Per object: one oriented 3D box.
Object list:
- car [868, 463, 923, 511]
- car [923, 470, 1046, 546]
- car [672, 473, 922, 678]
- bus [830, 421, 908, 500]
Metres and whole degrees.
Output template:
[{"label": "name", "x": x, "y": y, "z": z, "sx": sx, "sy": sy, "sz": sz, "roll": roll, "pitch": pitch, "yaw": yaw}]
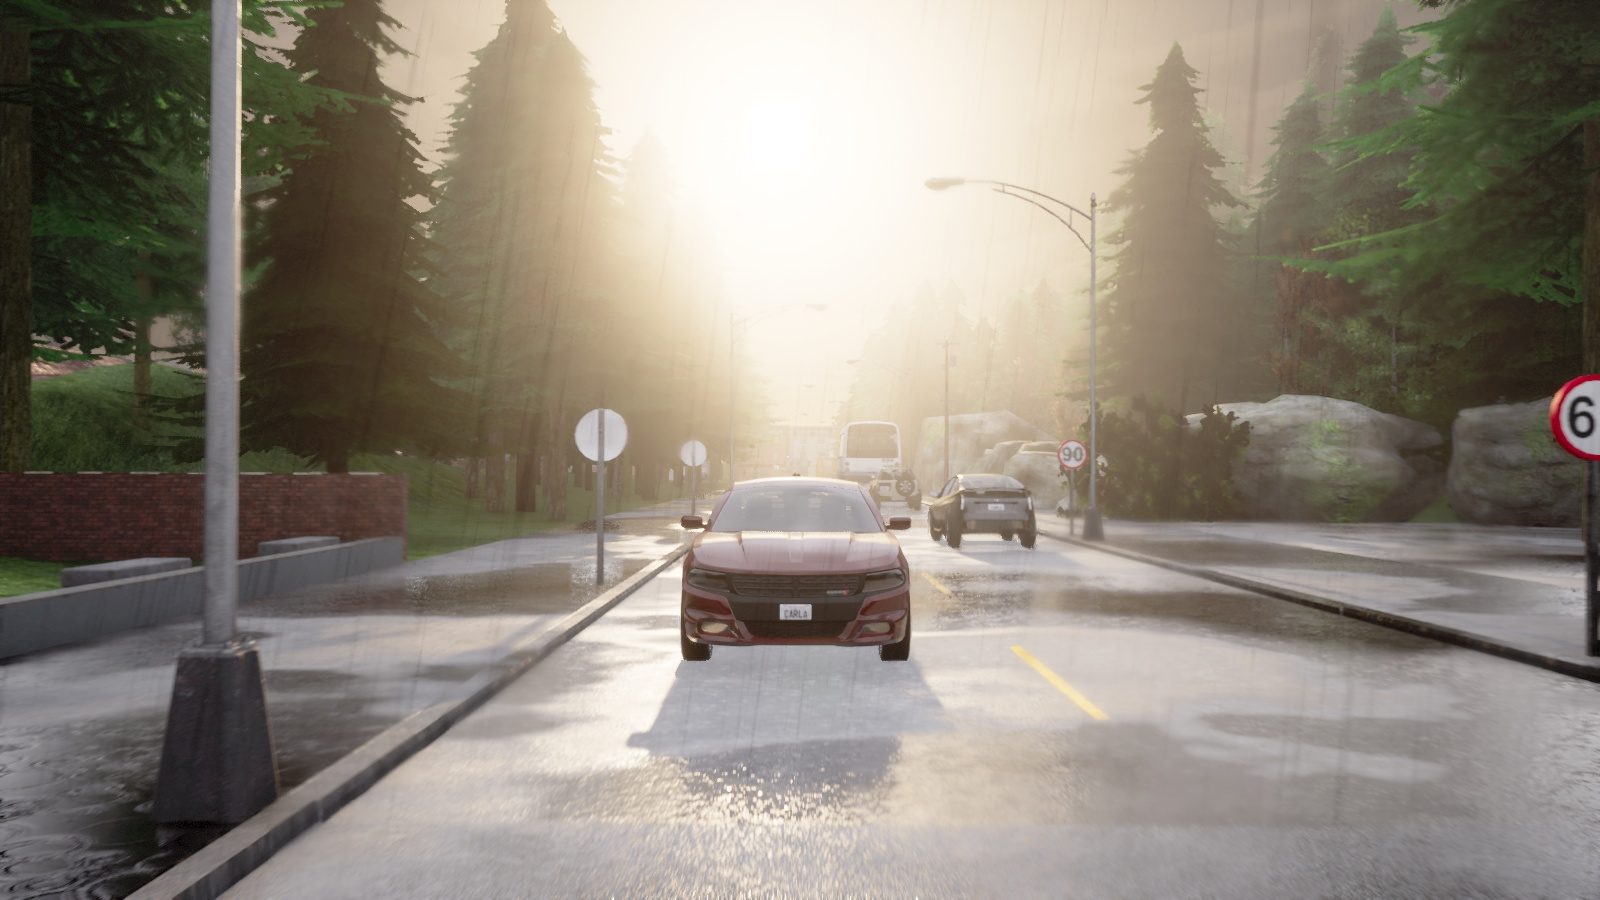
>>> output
[{"label": "car", "x": 3.891, "y": 1.487, "z": 51.887, "sx": 1.932, "sy": 1.855, "sz": 4.605, "roll": 0, "pitch": 0, "yaw": 0}, {"label": "car", "x": 3.931, "y": 1.206, "z": 27.516, "sx": 2.007, "sy": 1.525, "sz": 4.514, "roll": 0, "pitch": -1, "yaw": 0}, {"label": "car", "x": -0.030, "y": 0.993, "z": 11.985, "sx": 1.882, "sy": 1.535, "sz": 5.008, "roll": 0, "pitch": -1, "yaw": 0}, {"label": "bus", "x": 3.859, "y": 0.643, "z": 72.902, "sx": 3.944, "sy": 4.253, "sz": 10.273, "roll": 0, "pitch": -1, "yaw": 0}]
